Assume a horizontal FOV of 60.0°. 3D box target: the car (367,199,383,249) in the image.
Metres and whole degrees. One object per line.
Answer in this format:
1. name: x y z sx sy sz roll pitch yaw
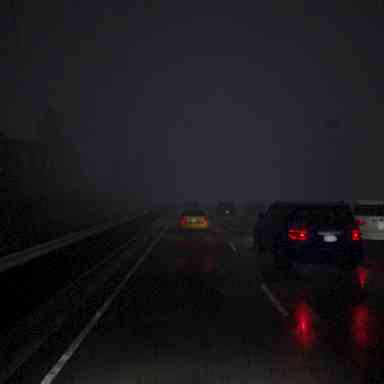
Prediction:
1. car: 7.102 1.346 15.143 2.150 2.045 5.566 0 0 0

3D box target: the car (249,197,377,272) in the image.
1. car: 3.602 1.315 11.308 2.150 2.045 5.566 0 0 0

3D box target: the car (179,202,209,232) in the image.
1. car: 0.103 1.628 21.256 1.801 1.575 5.366 0 -1 0

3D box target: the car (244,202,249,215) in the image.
1. car: 7.105 1.782 37.664 1.882 1.535 5.008 0 0 0

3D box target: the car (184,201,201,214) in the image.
1. car: 0.105 1.897 41.049 1.994 1.385 4.181 0 0 0

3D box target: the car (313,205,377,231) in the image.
1. car: 10.602 1.738 23.581 2.033 1.411 5.357 0 0 0

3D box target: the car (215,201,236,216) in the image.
1. car: 3.605 1.799 36.160 1.837 1.490 4.892 0 0 0
